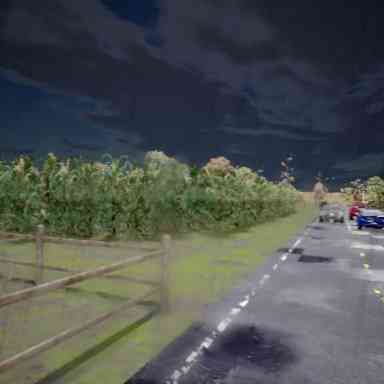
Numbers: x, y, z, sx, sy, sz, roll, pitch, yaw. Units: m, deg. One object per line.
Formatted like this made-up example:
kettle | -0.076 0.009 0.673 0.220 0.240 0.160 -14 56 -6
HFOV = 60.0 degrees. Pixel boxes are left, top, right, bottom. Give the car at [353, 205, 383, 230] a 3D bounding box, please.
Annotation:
car | 13.645 2.058 25.360 1.882 1.535 5.008 1 0 24

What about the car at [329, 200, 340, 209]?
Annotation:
car | 30.580 2.735 71.307 2.097 1.767 4.553 1 0 24

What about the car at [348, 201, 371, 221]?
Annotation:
car | 18.208 2.008 35.957 2.150 2.045 5.566 1 0 24

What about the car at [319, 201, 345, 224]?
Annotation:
car | 13.072 1.966 31.091 2.097 1.767 4.553 1 -1 24
